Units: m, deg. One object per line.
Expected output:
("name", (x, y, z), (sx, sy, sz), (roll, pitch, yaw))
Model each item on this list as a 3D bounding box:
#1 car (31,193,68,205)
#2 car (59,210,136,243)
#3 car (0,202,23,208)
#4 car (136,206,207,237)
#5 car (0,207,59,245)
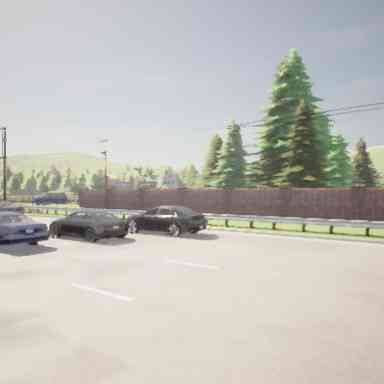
("car", (-23.601, 1.199, 55.121), (5.566, 2.045, 2.150), (0, 0, -26))
("car", (-5.064, 1.558, 16.193), (4.181, 1.385, 1.994), (0, 0, 36))
("car", (-16.516, 1.534, 28.660), (5.357, 1.411, 2.033), (0, 0, 35))
("car", (-1.498, 1.500, 17.947), (4.892, 1.490, 1.837), (0, 0, 36))
("car", (-8.259, 1.541, 14.177), (5.357, 1.411, 2.033), (0, 0, 35))
